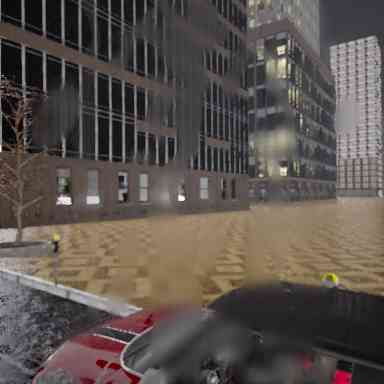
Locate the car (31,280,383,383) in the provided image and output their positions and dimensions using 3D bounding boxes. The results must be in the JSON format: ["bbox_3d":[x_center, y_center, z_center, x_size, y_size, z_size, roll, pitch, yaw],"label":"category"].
[{"bbox_3d":[0.573,1.434,2.447,4.097,1.590,1.967,0,-1,36],"label":"car"}]
